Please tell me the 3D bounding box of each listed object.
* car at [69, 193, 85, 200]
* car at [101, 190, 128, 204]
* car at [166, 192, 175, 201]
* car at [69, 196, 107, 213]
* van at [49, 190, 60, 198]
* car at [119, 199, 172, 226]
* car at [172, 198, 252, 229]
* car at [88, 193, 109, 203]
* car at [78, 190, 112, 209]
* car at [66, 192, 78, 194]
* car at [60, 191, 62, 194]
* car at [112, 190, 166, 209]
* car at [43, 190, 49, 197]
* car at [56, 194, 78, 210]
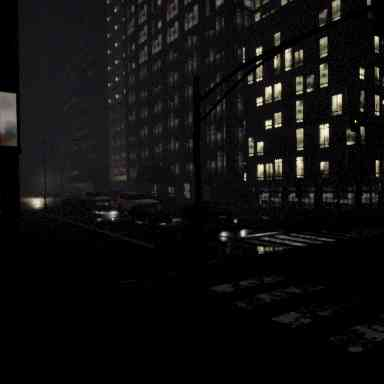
[{"bbox_3d":[-22.862,0.889,66.062,1.887,1.381,4.507,-1,1,-35],"label":"car"},{"bbox_3d":[-12.026,0.733,51.043,2.150,2.045,5.566,-1,1,-35],"label":"car"},{"bbox_3d":[-3.661,0.963,38.185,2.192,1.841,5.009,-1,1,-35],"label":"car"},{"bbox_3d":[-10.537,1.354,33.401,1.947,1.339,4.313,-1,1,-35],"label":"car"},{"bbox_3d":[-32.463,0.530,79.996,1.690,1.788,3.998,-1,1,-35],"label":"van"},{"bbox_3d":[-2.910,1.455,22.378,2.008,1.369,4.403,-1,1,-35],"label":"car"},{"bbox_3d":[1.099,1.382,21.057,2.128,1.511,4.902,-1,1,-35],"label":"car"},{"bbox_3d":[-15.950,0.919,56.806,1.882,1.535,5.008,-1,1,-35],"label":"car"},{"bbox_3d":[-10.930,0.927,38.535,2.150,2.045,5.566,-1,1,-35],"label":"car"},{"bbox_3d":[-19.329,1.082,56.180,1.895,1.301,4.718,-1,1,-35],"label":"car"},{"bbox_3d":[-26.062,0.733,70.706,1.967,1.590,4.097,-1,1,-35],"label":"car"},{"bbox_3d":[-4.861,1.021,29.704,2.150,2.045,5.566,-1,1,-35],"label":"car"},{"bbox_3d":[-35.663,0.688,84.644,2.008,1.369,4.403,-1,1,-35],"label":"car"},{"bbox_3d":[-13.739,1.289,38.047,2.008,1.369,4.403,-1,1,-35],"label":"car"}]
